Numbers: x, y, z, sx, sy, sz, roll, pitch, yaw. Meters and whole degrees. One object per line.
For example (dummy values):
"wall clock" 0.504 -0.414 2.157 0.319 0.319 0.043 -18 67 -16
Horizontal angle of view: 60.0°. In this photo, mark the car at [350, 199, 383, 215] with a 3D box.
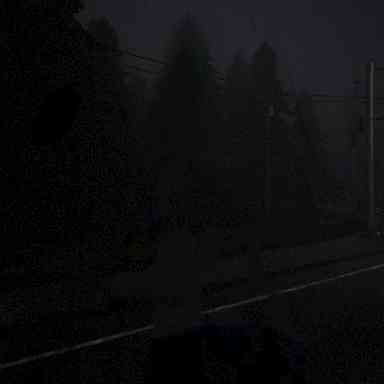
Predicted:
"car" 17.936 1.505 33.493 1.837 1.490 4.892 0 0 -5

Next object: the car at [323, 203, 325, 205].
"car" 15.165 1.491 43.620 2.128 1.511 4.902 0 0 -27

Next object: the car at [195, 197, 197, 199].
"car" -0.165 1.601 65.211 4.718 1.301 1.895 0 0 27
